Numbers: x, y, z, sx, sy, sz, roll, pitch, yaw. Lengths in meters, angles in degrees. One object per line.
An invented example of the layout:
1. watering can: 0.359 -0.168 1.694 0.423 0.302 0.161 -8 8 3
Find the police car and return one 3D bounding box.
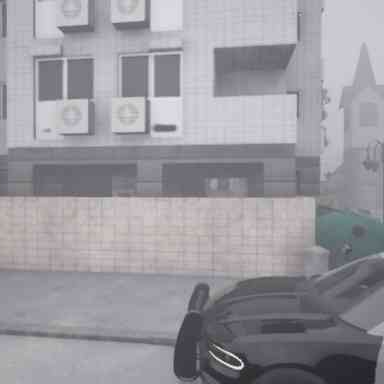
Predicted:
1. police car: 2.451 1.346 3.473 5.238 1.638 1.930 0 4 8
